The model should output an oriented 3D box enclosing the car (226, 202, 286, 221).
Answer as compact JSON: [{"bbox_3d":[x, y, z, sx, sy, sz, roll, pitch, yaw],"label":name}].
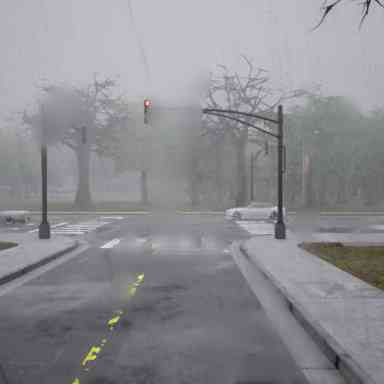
[{"bbox_3d":[5.039,1.532,26.361,4.674,1.442,1.812,0,0,0],"label":"car"}]

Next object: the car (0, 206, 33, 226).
[{"bbox_3d":[-13.643,1.589,22.932,4.718,1.301,1.895,0,0,0],"label":"car"}]
